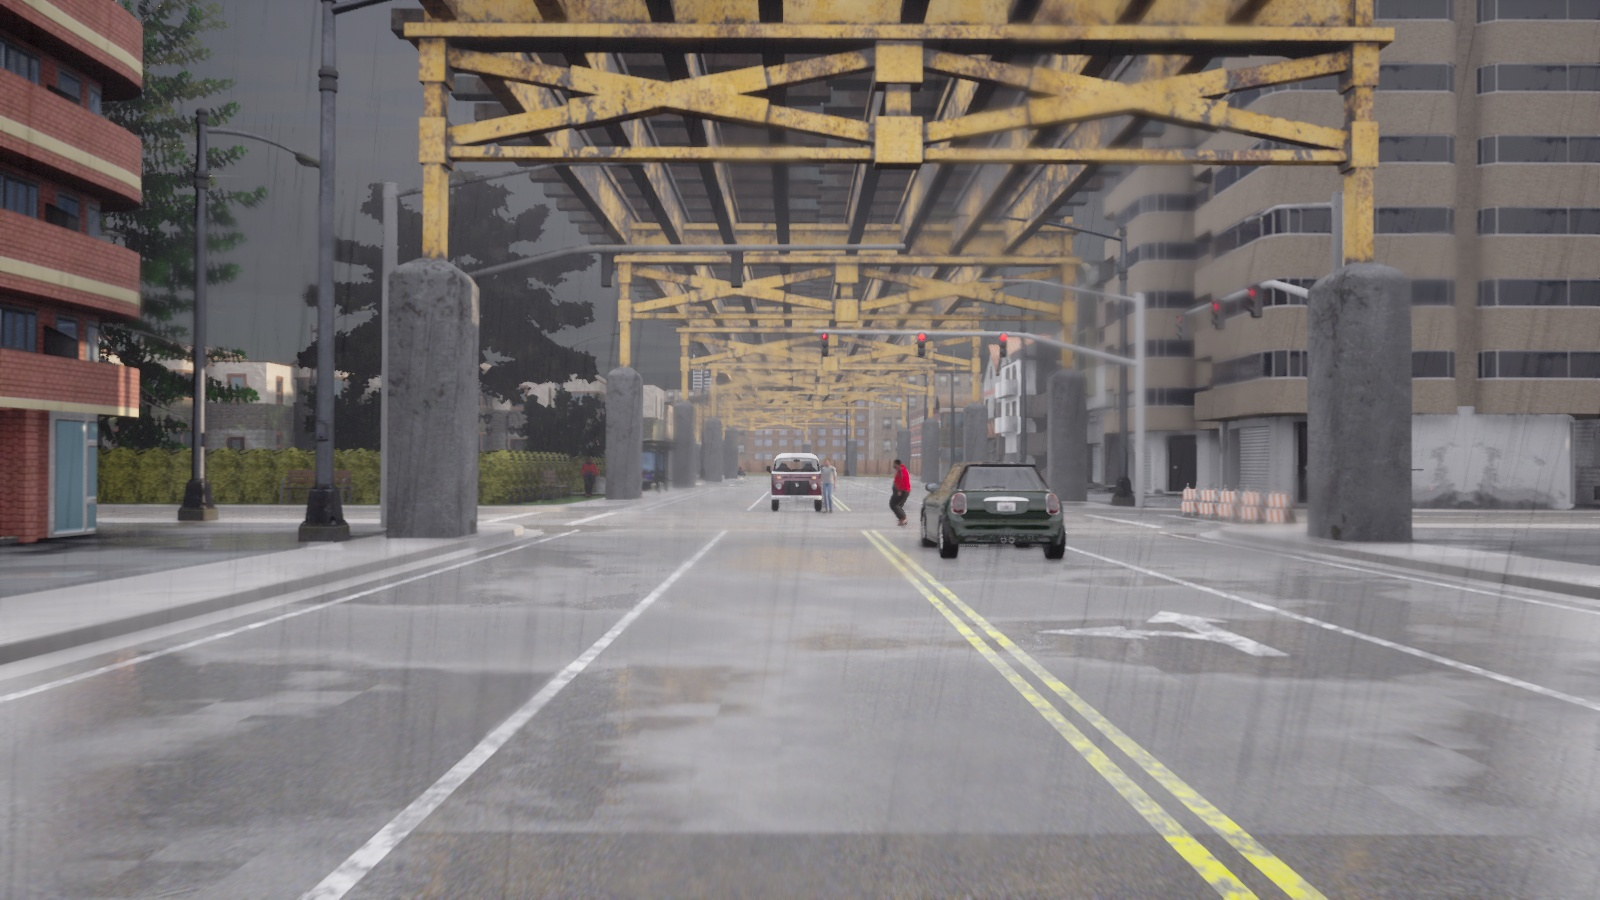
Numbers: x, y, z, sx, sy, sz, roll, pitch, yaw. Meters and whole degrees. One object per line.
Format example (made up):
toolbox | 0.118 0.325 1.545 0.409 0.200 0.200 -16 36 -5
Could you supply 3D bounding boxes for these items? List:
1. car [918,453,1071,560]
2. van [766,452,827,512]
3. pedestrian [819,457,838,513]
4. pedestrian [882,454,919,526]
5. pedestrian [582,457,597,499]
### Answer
car | 3.440 0.971 23.125 2.097 1.767 4.553 0 -1 0
van | -0.116 1.121 44.965 2.069 2.038 4.480 0 -1 0
pedestrian | 0.957 1.150 41.545 0.354 1.836 0.706 -1 -1 27
pedestrian | 2.619 1.031 32.648 0.899 1.844 0.634 0 -1 11
pedestrian | -9.363 1.234 55.792 0.634 1.844 0.899 0 -1 -9
